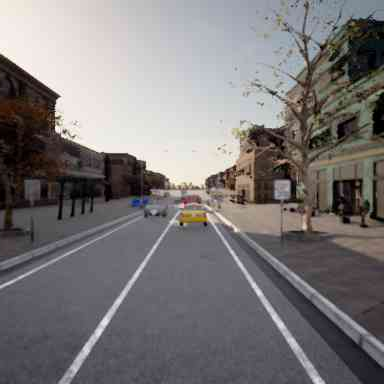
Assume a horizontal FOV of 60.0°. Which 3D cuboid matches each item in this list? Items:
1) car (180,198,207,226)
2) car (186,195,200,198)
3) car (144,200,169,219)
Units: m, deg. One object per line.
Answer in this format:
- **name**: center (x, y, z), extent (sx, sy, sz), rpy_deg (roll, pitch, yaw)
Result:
- **car**: center (0.087, 1.454, 23.436), extent (1.801, 1.575, 5.366), rpy_deg (0, 0, 0)
- **car**: center (0.078, 1.359, 42.178), extent (2.150, 2.045, 5.566), rpy_deg (0, -1, 0)
- **car**: center (-3.111, 1.489, 29.584), extent (2.128, 1.511, 4.902), rpy_deg (0, 0, 0)
